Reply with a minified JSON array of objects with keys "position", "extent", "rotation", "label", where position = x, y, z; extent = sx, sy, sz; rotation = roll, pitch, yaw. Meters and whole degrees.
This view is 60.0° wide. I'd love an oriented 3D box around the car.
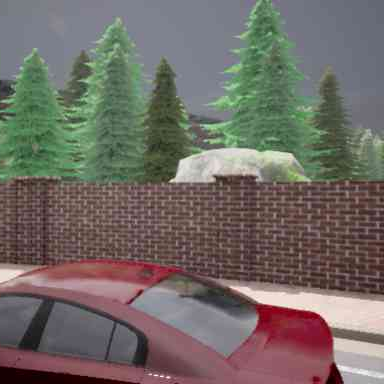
[{"position":[-1.202,1.475,3.339],"extent":[5.008,1.535,1.882],"rotation":[0,0,20],"label":"car"}]
